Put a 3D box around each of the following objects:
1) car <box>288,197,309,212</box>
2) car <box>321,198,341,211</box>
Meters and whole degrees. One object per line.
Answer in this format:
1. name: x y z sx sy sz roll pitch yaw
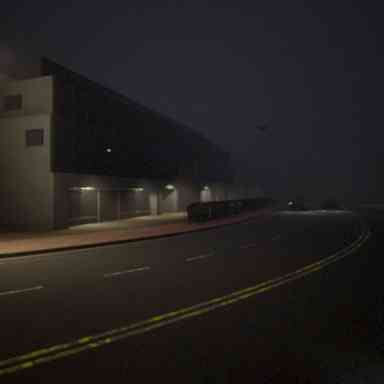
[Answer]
1. car: 12.614 1.326 39.168 2.097 1.767 4.553 0 0 22
2. car: 17.023 1.475 40.726 1.837 1.490 4.892 0 0 22
